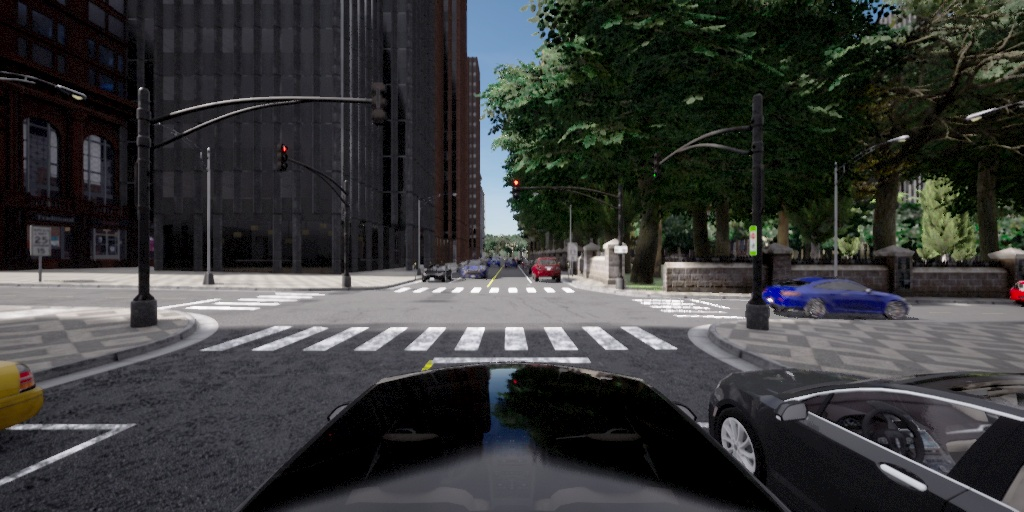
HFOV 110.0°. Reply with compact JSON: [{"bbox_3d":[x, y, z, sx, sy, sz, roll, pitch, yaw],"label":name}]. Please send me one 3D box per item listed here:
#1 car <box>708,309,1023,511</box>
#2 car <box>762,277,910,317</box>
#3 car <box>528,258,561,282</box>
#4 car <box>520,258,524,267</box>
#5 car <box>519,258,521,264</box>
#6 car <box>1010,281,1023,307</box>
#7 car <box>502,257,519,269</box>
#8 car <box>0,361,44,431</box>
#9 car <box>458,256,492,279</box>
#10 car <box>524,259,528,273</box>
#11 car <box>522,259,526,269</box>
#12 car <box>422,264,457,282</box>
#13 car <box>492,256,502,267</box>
[{"bbox_3d":[2.764,1.300,1.786,2.007,1.370,4.403,0,0,0],"label":"car"},{"bbox_3d":[12.012,1.534,13.514,4.674,1.442,1.812,1,0,-1],"label":"car"},{"bbox_3d":[2.673,1.053,28.450,2.192,1.841,5.009,0,0,0],"label":"car"},{"bbox_3d":[2.599,1.295,50.275,2.007,1.370,4.403,0,0,0],"label":"car"},{"bbox_3d":[2.581,1.186,55.732,1.967,1.591,4.097,0,0,0],"label":"car"},{"bbox_3d":[27.135,1.540,16.740,5.566,2.045,2.150,1,0,-1],"label":"car"},{"bbox_3d":[-0.140,1.100,58.667,2.097,1.767,4.553,0,0,0],"label":"car"},{"bbox_3d":[-5.760,1.275,1.577,1.751,1.417,4.829,0,0,0],"label":"car"},{"bbox_3d":[-3.199,1.091,31.566,2.097,1.767,4.553,0,0,0],"label":"car"},{"bbox_3d":[2.636,1.307,39.362,1.948,1.339,4.313,0,0,0],"label":"car"},{"bbox_3d":[2.618,1.294,44.818,2.007,1.370,4.403,0,0,0],"label":"car"},{"bbox_3d":[-5.852,1.305,28.412,1.948,1.339,4.313,0,0,0],"label":"car"},{"bbox_3d":[-3.204,0.974,65.271,2.150,2.045,5.566,0,0,-1],"label":"car"}]
